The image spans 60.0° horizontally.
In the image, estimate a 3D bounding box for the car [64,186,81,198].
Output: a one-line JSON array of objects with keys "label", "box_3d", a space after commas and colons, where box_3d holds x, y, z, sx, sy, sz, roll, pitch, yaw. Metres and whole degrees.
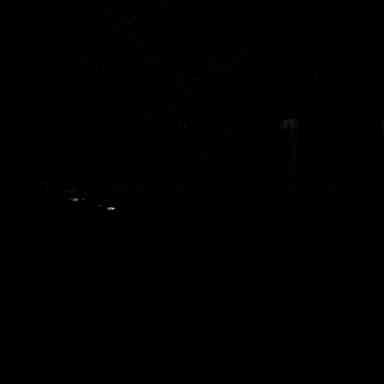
[{"label": "car", "box_3d": [-20.438, 0.021, 56.677, 2.150, 2.045, 5.566, 0, 1, -30]}]

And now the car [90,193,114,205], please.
[{"label": "car", "box_3d": [-10.735, 0.760, 39.466, 1.994, 1.385, 4.181, 0, 2, -30]}]
